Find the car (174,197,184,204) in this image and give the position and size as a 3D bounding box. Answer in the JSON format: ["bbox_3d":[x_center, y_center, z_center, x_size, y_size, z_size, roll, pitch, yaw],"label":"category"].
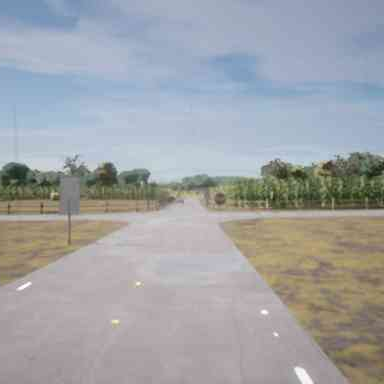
[{"bbox_3d":[-2.644,1.824,70.774,1.812,1.442,4.674,0,0,0],"label":"car"}]
